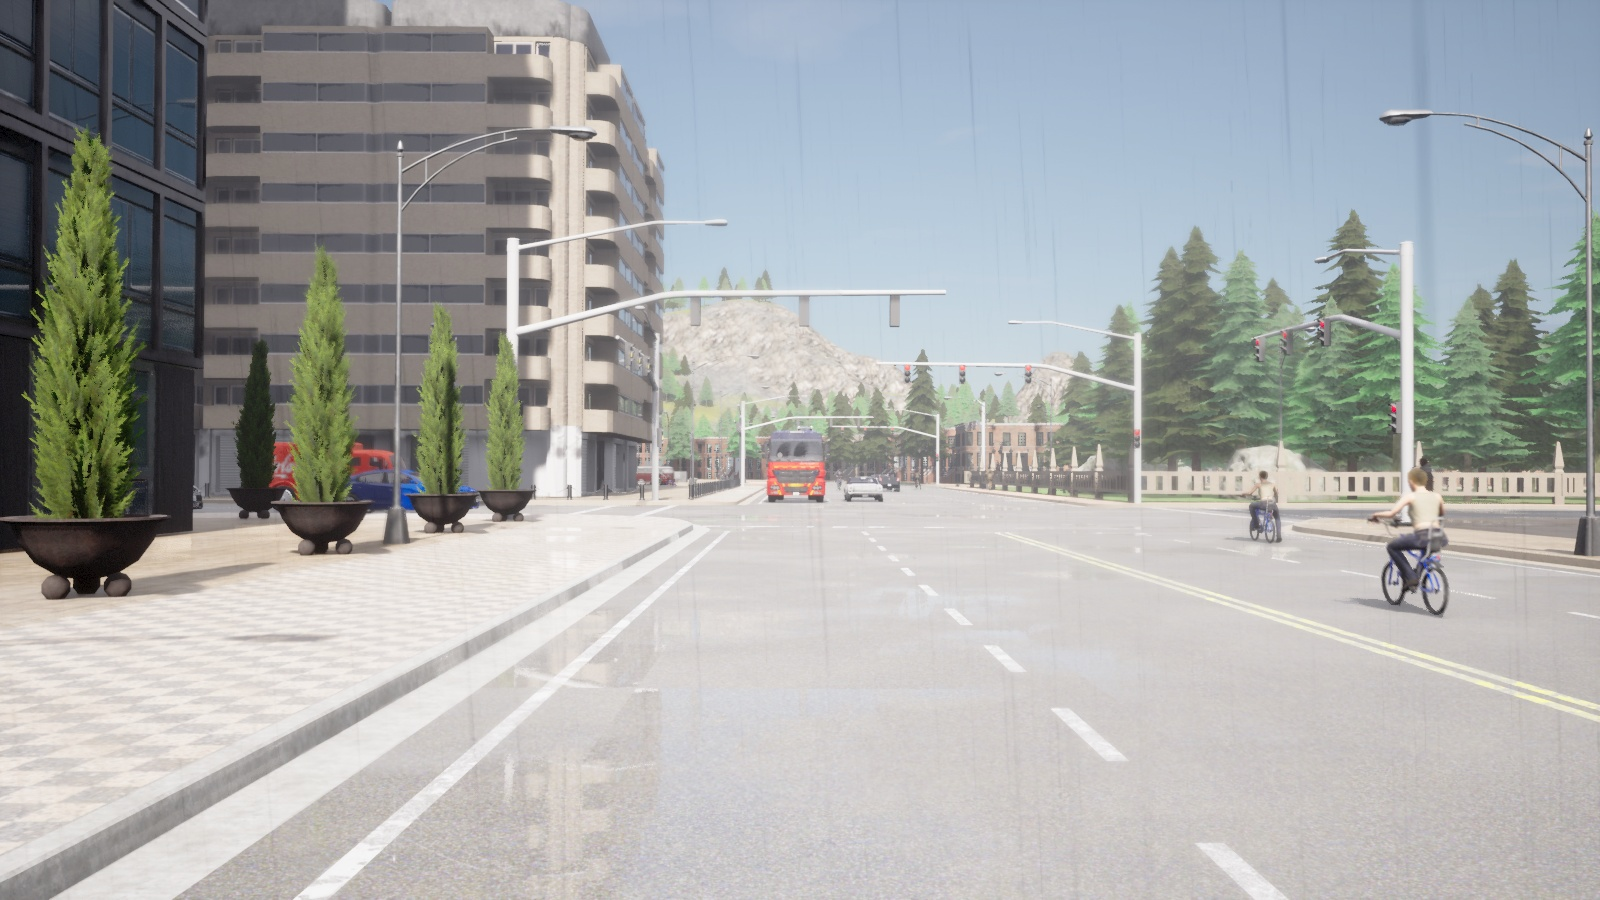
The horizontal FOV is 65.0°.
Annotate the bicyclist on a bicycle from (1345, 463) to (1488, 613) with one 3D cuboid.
[{"bbox_3d":[6.969,0.963,14.281,0.866,1.612,1.509,0,-1,0],"label":"bicyclist on a bicycle"}]

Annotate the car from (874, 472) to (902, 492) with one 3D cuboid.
[{"bbox_3d":[6.723,2.411,96.059,1.845,1.501,3.633,0,-1,0],"label":"car"}]

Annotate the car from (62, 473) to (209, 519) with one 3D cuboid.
[{"bbox_3d":[-21.819,1.504,41.343,3.806,1.475,1.970,0,-1,0],"label":"car"}]

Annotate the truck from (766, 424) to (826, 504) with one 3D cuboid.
[{"bbox_3d":[-0.192,0.738,64.917,2.891,3.827,8.468,0,-1,0],"label":"truck"}]

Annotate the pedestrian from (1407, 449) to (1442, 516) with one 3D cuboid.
[{"bbox_3d":[18.698,0.968,37.580,0.873,1.952,0.659,-1,-1,29],"label":"pedestrian"}]

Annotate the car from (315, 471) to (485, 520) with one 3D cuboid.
[{"bbox_3d":[-13.090,1.481,41.321,5.008,1.535,1.882,0,-1,0],"label":"car"}]

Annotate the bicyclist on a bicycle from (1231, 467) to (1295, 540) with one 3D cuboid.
[{"bbox_3d":[10.412,1.183,28.270,0.866,1.612,1.509,0,-1,0],"label":"bicyclist on a bicycle"}]

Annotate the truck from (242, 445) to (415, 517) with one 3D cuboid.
[{"bbox_3d":[-16.747,1.090,44.837,5.204,2.467,2.627,0,-1,0],"label":"truck"}]

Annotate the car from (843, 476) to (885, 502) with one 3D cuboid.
[{"bbox_3d":[3.310,2.002,65.676,1.895,1.301,4.718,0,-1,0],"label":"car"}]
